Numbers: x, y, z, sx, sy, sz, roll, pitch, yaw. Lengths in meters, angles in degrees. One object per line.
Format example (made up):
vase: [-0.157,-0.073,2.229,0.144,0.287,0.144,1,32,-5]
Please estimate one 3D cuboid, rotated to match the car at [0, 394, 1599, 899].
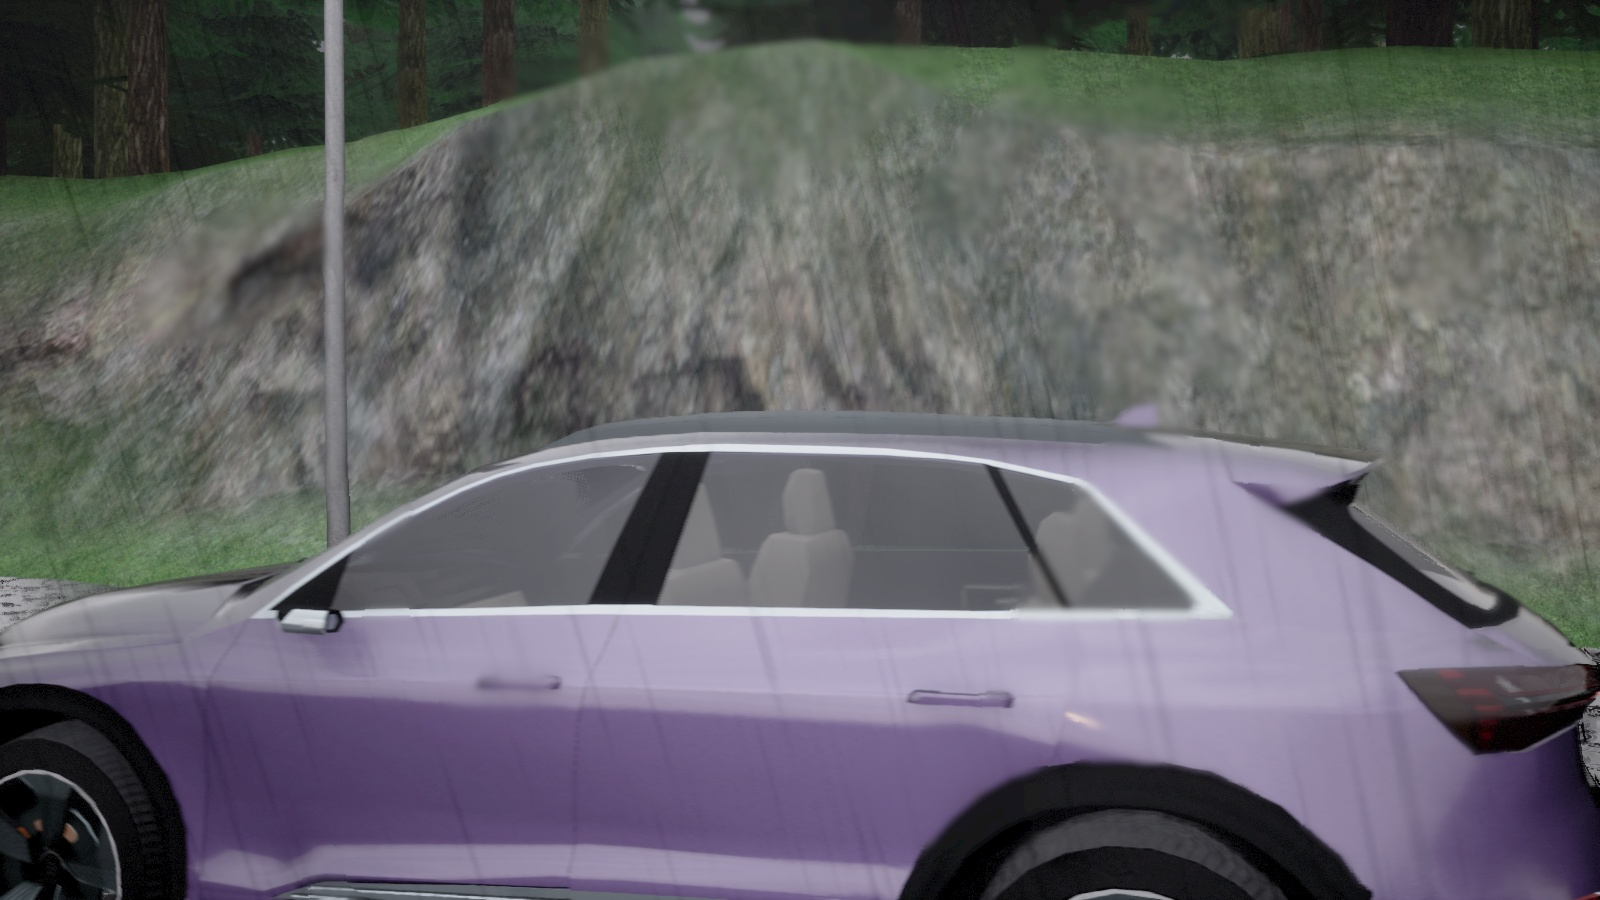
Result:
car: [-0.427,0.693,3.864,4.856,1.649,2.033,1,1,19]
